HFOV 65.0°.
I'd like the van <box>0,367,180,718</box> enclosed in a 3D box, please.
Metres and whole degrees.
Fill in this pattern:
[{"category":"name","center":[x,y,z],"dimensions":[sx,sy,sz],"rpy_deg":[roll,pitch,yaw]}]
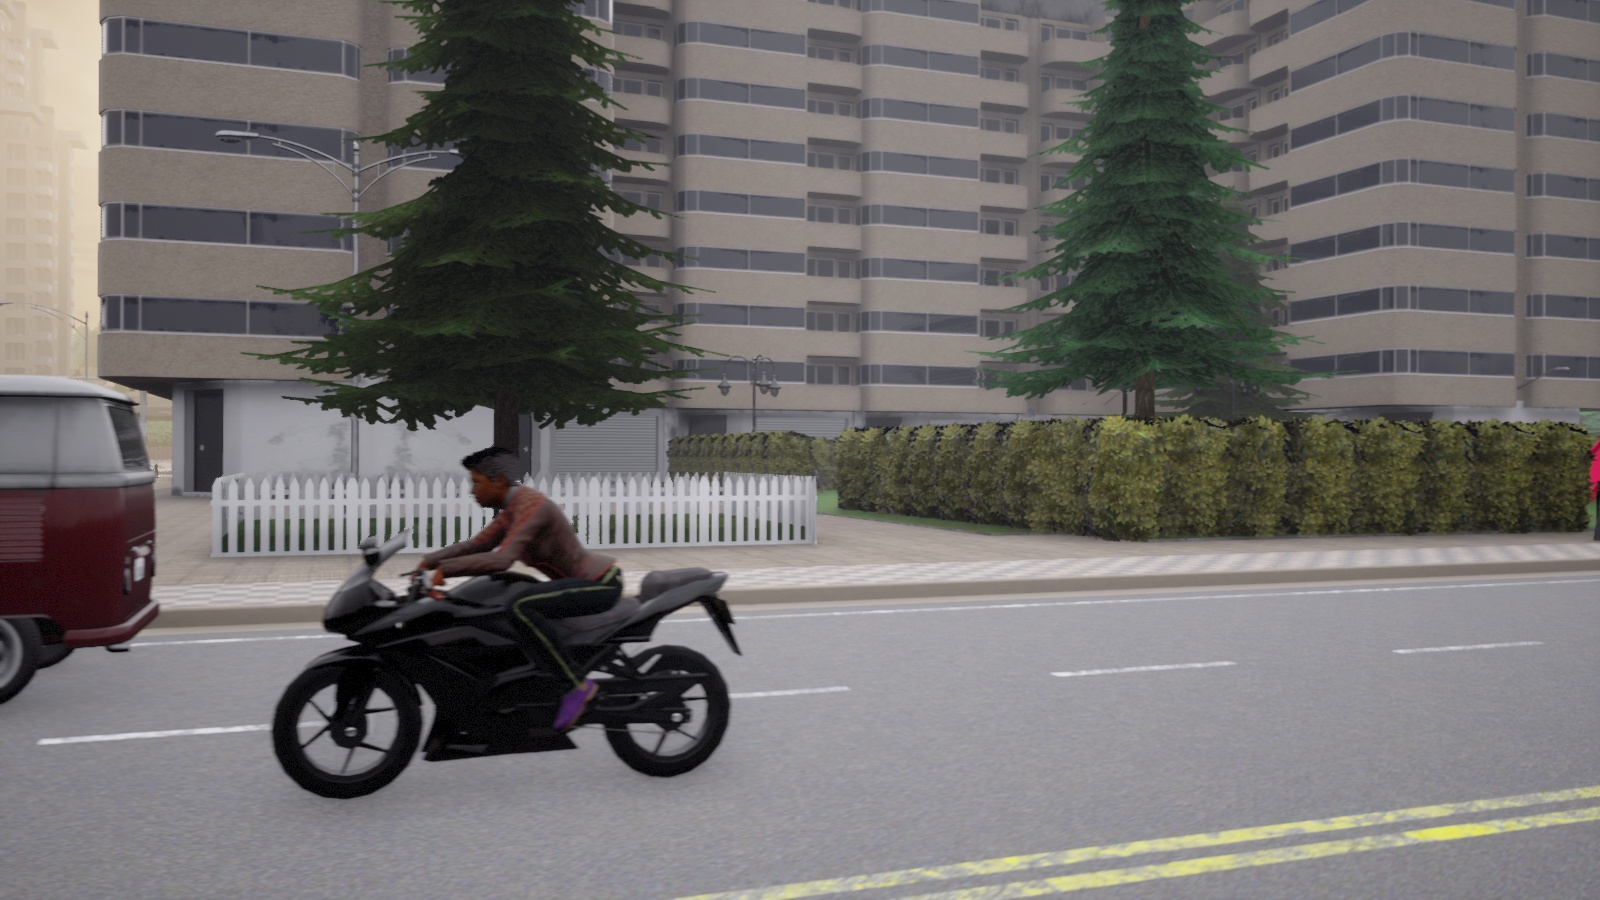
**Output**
[{"category":"van","center":[-6.249,0.529,7.450],"dimensions":[4.442,1.987,1.775],"rpy_deg":[0,0,-20]}]

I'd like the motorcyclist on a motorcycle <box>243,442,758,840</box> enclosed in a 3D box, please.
[{"category":"motorcyclist on a motorcycle","center":[-1.295,0.750,5.536],"dimensions":[2.044,1.523,0.797],"rpy_deg":[1,-1,-20]}]
